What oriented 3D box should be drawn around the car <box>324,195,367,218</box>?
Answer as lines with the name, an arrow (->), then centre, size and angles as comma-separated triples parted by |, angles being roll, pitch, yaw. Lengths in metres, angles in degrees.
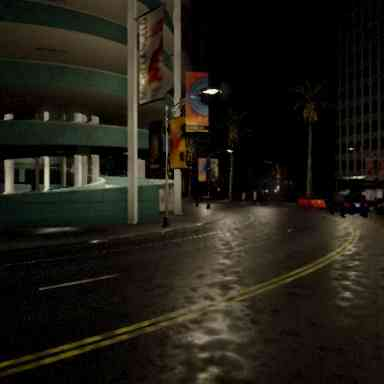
car -> 14.348, 1.256, 30.754 | 2.150, 2.045, 5.566 | 0, 0, 7

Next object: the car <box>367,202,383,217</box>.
car -> 17.501, 1.510, 28.924 | 2.128, 1.511, 4.902 | 0, 0, 9

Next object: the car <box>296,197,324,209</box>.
car -> 16.545, 1.421, 46.694 | 2.097, 1.767, 4.553 | 0, 0, -13

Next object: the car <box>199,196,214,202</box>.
car -> 3.374, 1.687, 80.383 | 2.231, 1.521, 4.892 | 0, 0, -29

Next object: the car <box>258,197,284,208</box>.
car -> 11.785, 1.573, 50.201 | 1.882, 1.535, 5.008 | 0, 0, -21
